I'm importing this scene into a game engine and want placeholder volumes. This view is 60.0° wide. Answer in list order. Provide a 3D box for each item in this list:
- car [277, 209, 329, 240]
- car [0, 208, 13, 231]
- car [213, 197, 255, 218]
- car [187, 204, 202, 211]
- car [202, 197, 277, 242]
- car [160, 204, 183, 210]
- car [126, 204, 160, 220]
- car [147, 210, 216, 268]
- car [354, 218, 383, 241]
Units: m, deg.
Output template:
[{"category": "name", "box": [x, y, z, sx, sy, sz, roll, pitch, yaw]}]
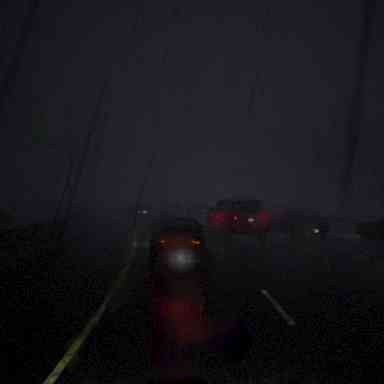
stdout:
[{"category": "car", "box": [5.605, 1.675, 18.396, 2.128, 1.511, 4.902, 0, -1, -9]}, {"category": "car", "box": [-13.148, 1.739, 21.643, 1.994, 1.385, 4.181, 0, -1, -16]}, {"category": "car", "box": [4.412, 1.568, 36.022, 2.150, 2.045, 5.566, 0, 0, -21]}, {"category": "car", "box": [0.972, 1.931, 35.205, 1.895, 1.301, 4.718, 0, -1, -21]}, {"category": "car", "box": [2.254, 1.391, 17.678, 2.150, 2.045, 5.566, 0, -1, -9]}, {"category": "car", "box": [-2.544, 1.919, 34.642, 1.895, 1.301, 4.718, 0, -1, -21]}, {"category": "car", "box": [-4.865, 1.826, 30.994, 2.033, 1.411, 5.357, 0, -1, -20]}, {"category": "car", "box": [-0.519, 1.617, 11.811, 1.837, 1.490, 4.892, 0, 0, -5]}, {"category": "car", "box": [9.701, 1.709, 14.987, 2.033, 1.411, 5.357, 0, -1, -7]}]
